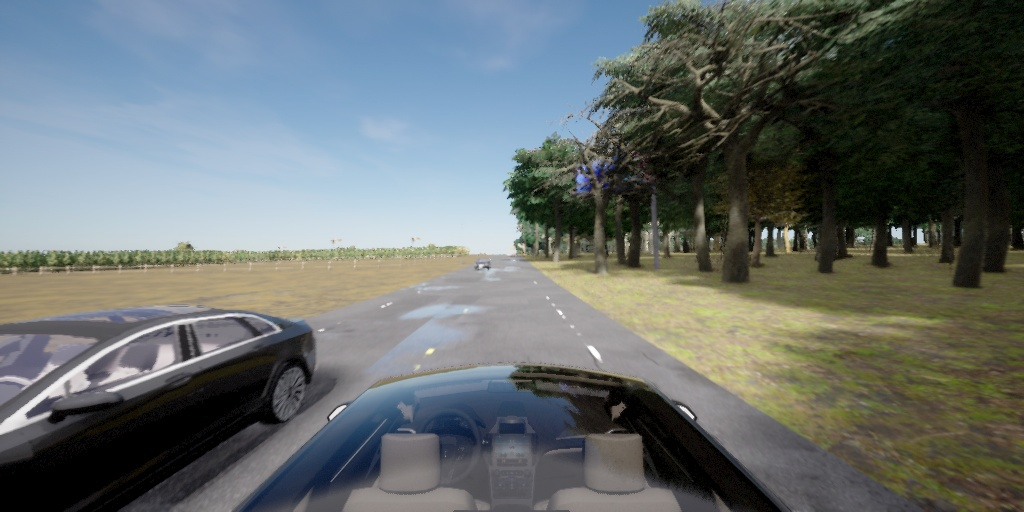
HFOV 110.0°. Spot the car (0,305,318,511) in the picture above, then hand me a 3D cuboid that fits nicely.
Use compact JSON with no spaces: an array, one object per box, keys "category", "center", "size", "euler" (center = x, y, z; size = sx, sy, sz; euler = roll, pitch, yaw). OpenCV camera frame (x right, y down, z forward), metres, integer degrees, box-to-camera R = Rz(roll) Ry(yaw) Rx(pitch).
[{"category":"car","center":[-3.596,1.252,2.971],"size":[2.128,1.511,4.902],"euler":[0,0,0]}]

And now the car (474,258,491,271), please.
[{"category":"car","center":[-3.582,0.970,44.223],"size":[2.128,1.511,4.902],"euler":[0,1,0]}]
